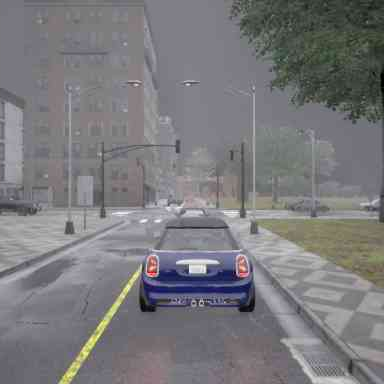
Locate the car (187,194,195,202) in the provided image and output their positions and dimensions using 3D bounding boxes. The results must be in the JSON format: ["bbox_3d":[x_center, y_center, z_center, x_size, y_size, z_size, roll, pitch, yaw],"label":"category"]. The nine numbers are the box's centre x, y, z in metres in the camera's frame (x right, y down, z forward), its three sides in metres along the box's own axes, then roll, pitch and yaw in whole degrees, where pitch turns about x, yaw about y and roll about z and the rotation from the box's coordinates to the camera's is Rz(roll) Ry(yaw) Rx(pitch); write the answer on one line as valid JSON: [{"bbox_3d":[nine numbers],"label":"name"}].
[{"bbox_3d":[-0.407,1.529,82.663,2.097,1.767,4.553,0,0,0],"label":"car"}]

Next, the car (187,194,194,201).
[{"bbox_3d":[-0.441,1.461,95.443,2.150,2.045,5.566,0,0,0],"label":"car"}]

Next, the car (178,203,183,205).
[{"bbox_3d":[0.025,1.537,17.537,1.812,1.442,4.674,0,0,1],"label":"car"}]

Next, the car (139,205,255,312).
[{"bbox_3d":[0.096,1.355,7.864,2.097,1.767,4.553,0,0,0],"label":"car"}]

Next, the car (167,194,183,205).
[{"bbox_3d":[-2.959,1.295,55.719,2.150,2.045,5.566,0,0,-2],"label":"car"}]

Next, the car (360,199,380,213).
[{"bbox_3d":[22.608,1.618,37.907,5.357,1.411,2.033,0,-1,0],"label":"car"}]

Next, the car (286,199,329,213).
[{"bbox_3d":[13.370,1.625,37.874,4.181,1.385,1.994,0,-1,-1],"label":"car"}]

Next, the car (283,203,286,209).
[{"bbox_3d":[13.787,1.588,41.137,4.902,1.511,2.128,0,-1,0],"label":"car"}]

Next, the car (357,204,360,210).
[{"bbox_3d":[22.947,1.632,41.162,4.674,1.442,1.812,0,-1,0],"label":"car"}]

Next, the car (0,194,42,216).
[{"bbox_3d":[-17.123,1.189,31.112,5.566,2.045,2.150,0,-1,0],"label":"car"}]
